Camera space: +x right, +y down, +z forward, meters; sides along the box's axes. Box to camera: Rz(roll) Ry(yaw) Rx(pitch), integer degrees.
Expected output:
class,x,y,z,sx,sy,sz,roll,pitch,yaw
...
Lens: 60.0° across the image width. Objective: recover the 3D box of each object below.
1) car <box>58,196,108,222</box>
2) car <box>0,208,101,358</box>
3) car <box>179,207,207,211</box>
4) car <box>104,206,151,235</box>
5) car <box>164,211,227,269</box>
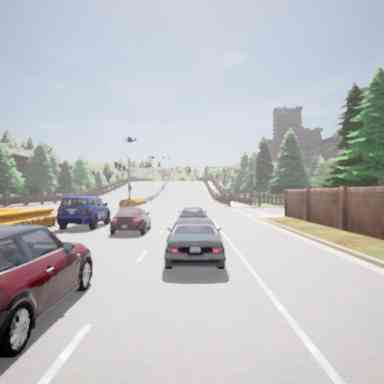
class,x,y,z,sx,sy,sz,roll,pitch,yaw
car,-6.937,1.281,21.832,2.150,2.045,5.566,0,0,0
car,-3.408,1.373,6.168,2.097,1.767,4.553,0,0,-1
car,0.065,1.620,21.006,1.994,1.385,4.181,0,0,0
car,-3.435,1.577,19.049,1.812,1.442,4.674,0,0,-1
car,0.081,1.577,11.259,2.033,1.411,5.357,0,0,0
